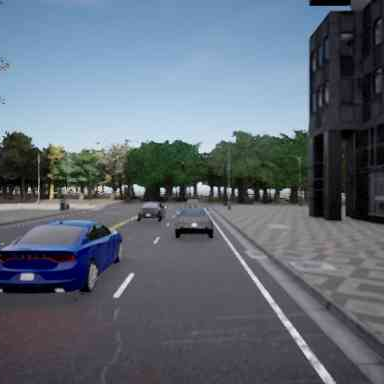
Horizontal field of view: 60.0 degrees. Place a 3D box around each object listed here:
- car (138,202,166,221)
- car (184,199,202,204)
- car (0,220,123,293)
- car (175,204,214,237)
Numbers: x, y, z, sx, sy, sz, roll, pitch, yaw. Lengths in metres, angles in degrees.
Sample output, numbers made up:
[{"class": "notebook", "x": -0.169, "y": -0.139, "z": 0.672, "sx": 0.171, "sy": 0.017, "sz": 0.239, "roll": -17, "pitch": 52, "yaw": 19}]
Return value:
[{"class": "car", "x": -3.139, "y": 1.484, "z": 26.338, "sx": 1.812, "sy": 1.442, "sz": 4.674, "roll": 0, "pitch": 0, "yaw": 0}, {"class": "car", "x": 0.094, "y": 1.478, "z": 35.347, "sx": 2.033, "sy": 1.411, "sz": 5.357, "roll": 0, "pitch": 0, "yaw": 0}, {"class": "car", "x": -3.152, "y": 1.471, "z": 8.841, "sx": 1.882, "sy": 1.535, "sz": 5.008, "roll": 0, "pitch": 0, "yaw": 0}, {"class": "car", "x": 0.099, "y": 1.543, "z": 17.916, "sx": 1.994, "sy": 1.385, "sz": 4.181, "roll": 0, "pitch": 0, "yaw": 0}]
